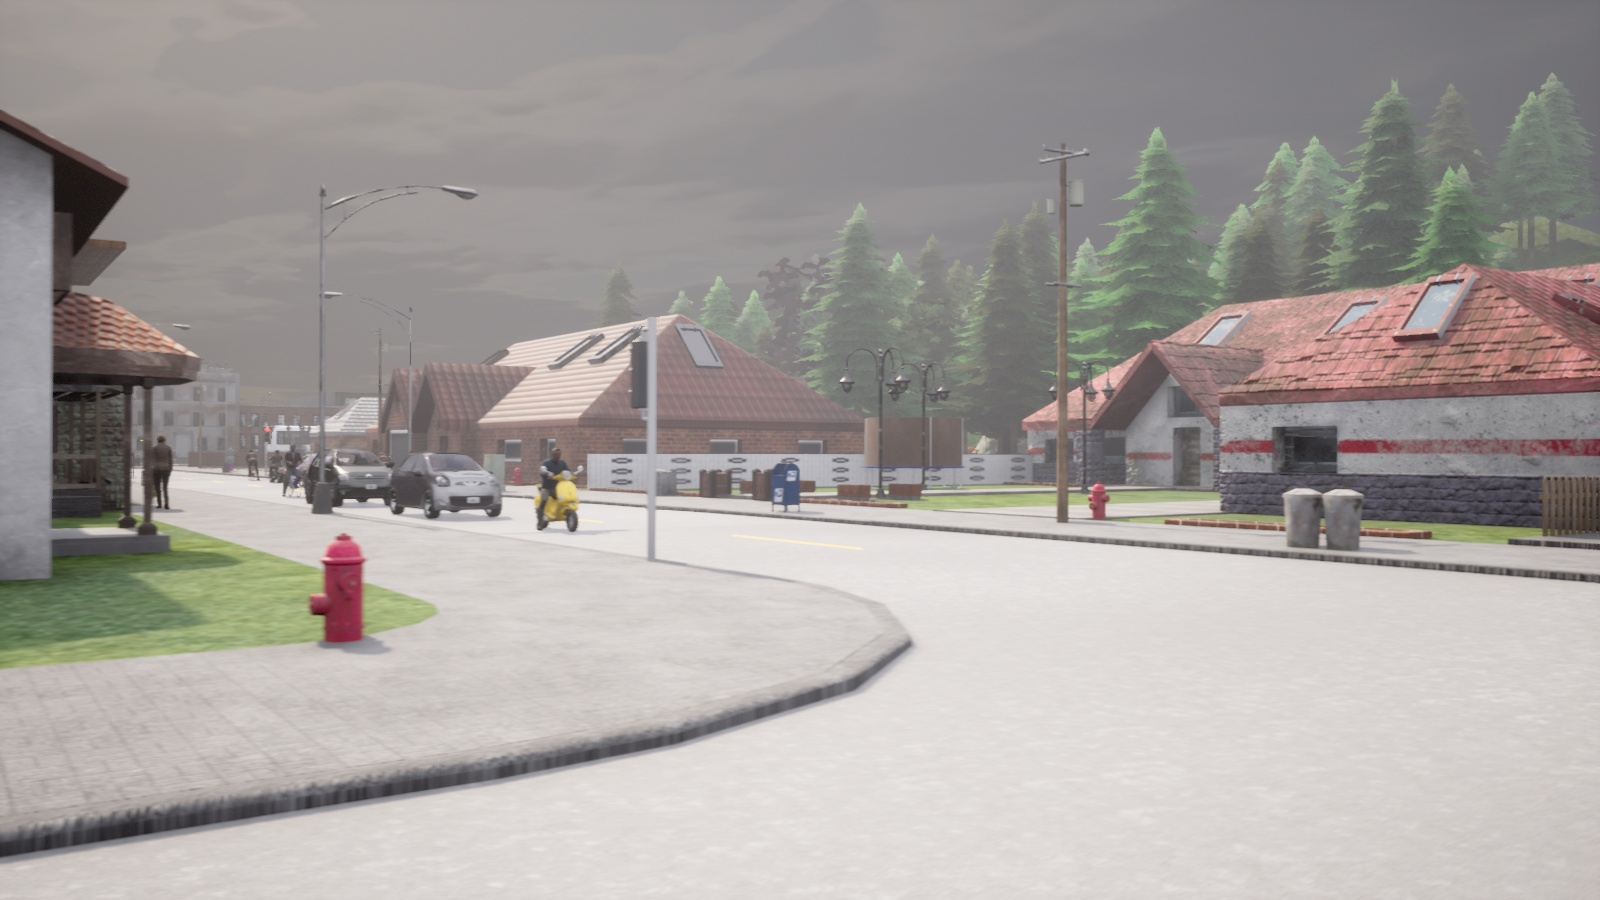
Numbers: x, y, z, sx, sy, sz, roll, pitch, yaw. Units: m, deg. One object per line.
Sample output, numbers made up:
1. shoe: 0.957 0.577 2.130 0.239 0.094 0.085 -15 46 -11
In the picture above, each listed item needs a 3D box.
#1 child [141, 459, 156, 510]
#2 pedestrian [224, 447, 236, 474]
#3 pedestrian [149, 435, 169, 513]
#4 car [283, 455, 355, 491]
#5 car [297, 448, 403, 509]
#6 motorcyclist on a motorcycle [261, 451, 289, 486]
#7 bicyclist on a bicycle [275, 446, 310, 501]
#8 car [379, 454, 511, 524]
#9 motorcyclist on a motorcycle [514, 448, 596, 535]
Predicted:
1. child: -16.242 0.846 31.298 0.270 1.263 0.437 0 0 -38
2. pedestrian: -40.833 0.760 89.927 0.659 1.952 0.873 0 0 -35
3. pedestrian: -15.336 0.561 30.034 0.331 1.846 0.634 0 0 -37
4. car: -20.669 0.946 53.897 1.812 1.442 4.674 0 0 -35
5. car: -12.792 0.757 35.598 1.851 1.617 3.988 0 0 -35
6. motorcyclist on a motorcycle: -25.328 0.897 60.581 0.766 1.649 2.350 0 0 -35
7. bicyclist on a bicycle: -16.577 0.751 41.029 0.659 1.776 1.843 0 0 -35
8. car: -8.284 0.848 29.129 1.845 1.501 3.633 0 0 -35
9. motorcyclist on a motorcycle: -4.697 0.767 23.971 0.866 1.590 1.817 0 0 -35
